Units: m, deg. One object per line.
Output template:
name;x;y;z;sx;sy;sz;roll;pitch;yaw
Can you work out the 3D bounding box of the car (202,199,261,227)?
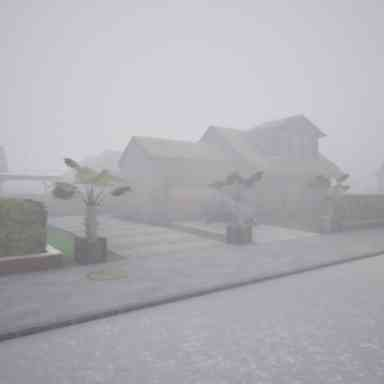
car;2.248;1.155;19.052;1.845;1.501;3.633;0;0;-38
